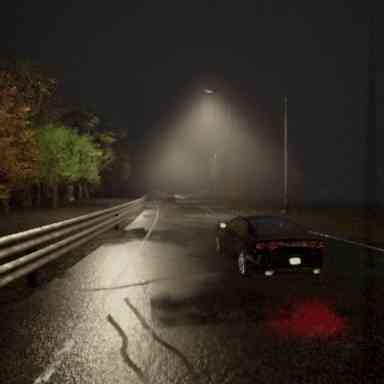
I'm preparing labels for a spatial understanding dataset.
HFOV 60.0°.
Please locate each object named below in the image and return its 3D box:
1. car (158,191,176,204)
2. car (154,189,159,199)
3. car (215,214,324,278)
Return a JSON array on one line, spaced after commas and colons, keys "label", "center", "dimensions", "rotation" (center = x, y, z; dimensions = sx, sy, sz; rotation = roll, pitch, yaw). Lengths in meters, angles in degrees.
[{"label": "car", "center": [-3.374, 0.996, 48.649], "dimensions": [2.128, 1.511, 4.902], "rotation": [0, 1, -8]}, {"label": "car", "center": [-5.904, 0.654, 66.834], "dimensions": [2.097, 1.767, 4.553], "rotation": [0, 1, -8]}, {"label": "car", "center": [2.001, 1.388, 9.985], "dimensions": [1.882, 1.535, 5.008], "rotation": [0, 1, -8]}]
